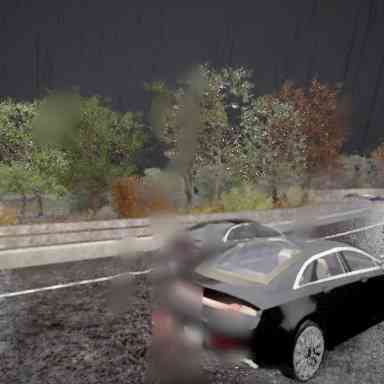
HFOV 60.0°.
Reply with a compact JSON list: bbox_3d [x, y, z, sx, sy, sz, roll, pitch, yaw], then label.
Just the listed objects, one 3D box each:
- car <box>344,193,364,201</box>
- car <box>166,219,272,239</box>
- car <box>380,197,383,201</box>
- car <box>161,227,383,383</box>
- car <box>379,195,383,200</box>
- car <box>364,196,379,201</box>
[{"bbox_3d":[39.899,1.309,83.014,2.150,2.045,5.566,0,0,2],"label":"car"},{"bbox_3d":[1.426,1.530,9.548,4.892,1.490,1.837,0,0,-39],"label":"car"},{"bbox_3d":[14.591,1.372,22.467,2.097,1.767,4.553,0,0,41],"label":"car"},{"bbox_3d":[1.923,1.503,5.485,4.902,1.511,2.128,0,0,-38],"label":"car"},{"bbox_3d":[46.875,1.575,82.414,1.812,1.442,4.674,0,0,2],"label":"car"},{"bbox_3d":[43.387,1.607,82.698,2.033,1.411,5.357,0,0,2],"label":"car"}]
